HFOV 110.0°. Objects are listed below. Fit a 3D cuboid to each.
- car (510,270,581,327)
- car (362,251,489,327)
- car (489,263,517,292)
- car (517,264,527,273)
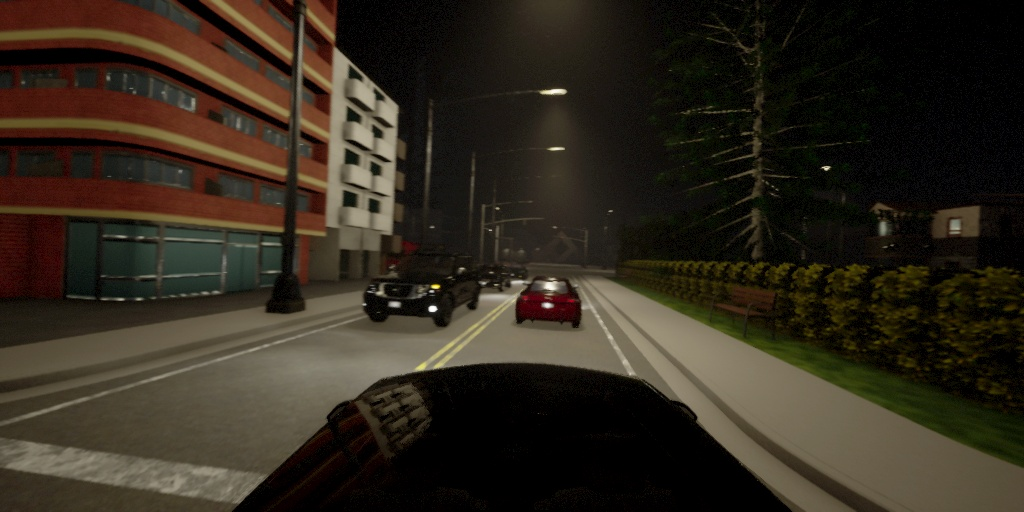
[{"bbox_3d":[1.281,1.377,12.077,1.994,1.385,4.181,3,0,8],"label":"car"},{"bbox_3d":[-2.502,0.863,11.588,2.150,2.045,5.566,3,0,8],"label":"car"},{"bbox_3d":[-1.139,1.213,21.333,1.837,1.490,4.892,3,0,8],"label":"car"},{"bbox_3d":[0.280,1.342,31.282,1.994,1.385,4.181,3,0,8],"label":"car"}]
